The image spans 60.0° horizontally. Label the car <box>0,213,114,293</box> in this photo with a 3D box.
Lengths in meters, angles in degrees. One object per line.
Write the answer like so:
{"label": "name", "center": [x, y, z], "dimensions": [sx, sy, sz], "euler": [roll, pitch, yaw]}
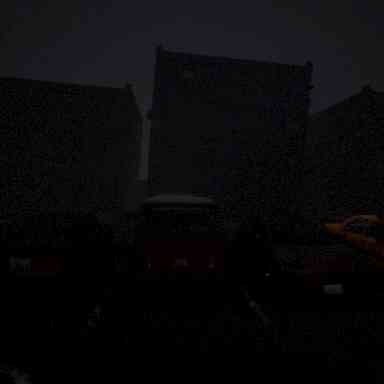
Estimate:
{"label": "car", "center": [-3.166, 1.222, 8.128], "dimensions": [2.163, 1.488, 4.792], "euler": [1, 2, -4]}

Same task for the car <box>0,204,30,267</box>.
{"label": "car", "center": [-5.961, 1.178, 7.917], "dimensions": [2.163, 1.488, 4.792], "euler": [1, 2, -4]}

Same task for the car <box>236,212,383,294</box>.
{"label": "car", "center": [2.428, 1.313, 8.494], "dimensions": [2.163, 1.488, 4.792], "euler": [1, 2, -4]}

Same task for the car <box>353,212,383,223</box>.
{"label": "car", "center": [5.235, 1.330, 8.549], "dimensions": [1.946, 1.575, 5.366], "euler": [1, 2, -4]}

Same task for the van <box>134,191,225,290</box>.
{"label": "van", "center": [-0.373, 1.009, 8.420], "dimensions": [1.878, 1.987, 4.442], "euler": [1, 2, -4]}
